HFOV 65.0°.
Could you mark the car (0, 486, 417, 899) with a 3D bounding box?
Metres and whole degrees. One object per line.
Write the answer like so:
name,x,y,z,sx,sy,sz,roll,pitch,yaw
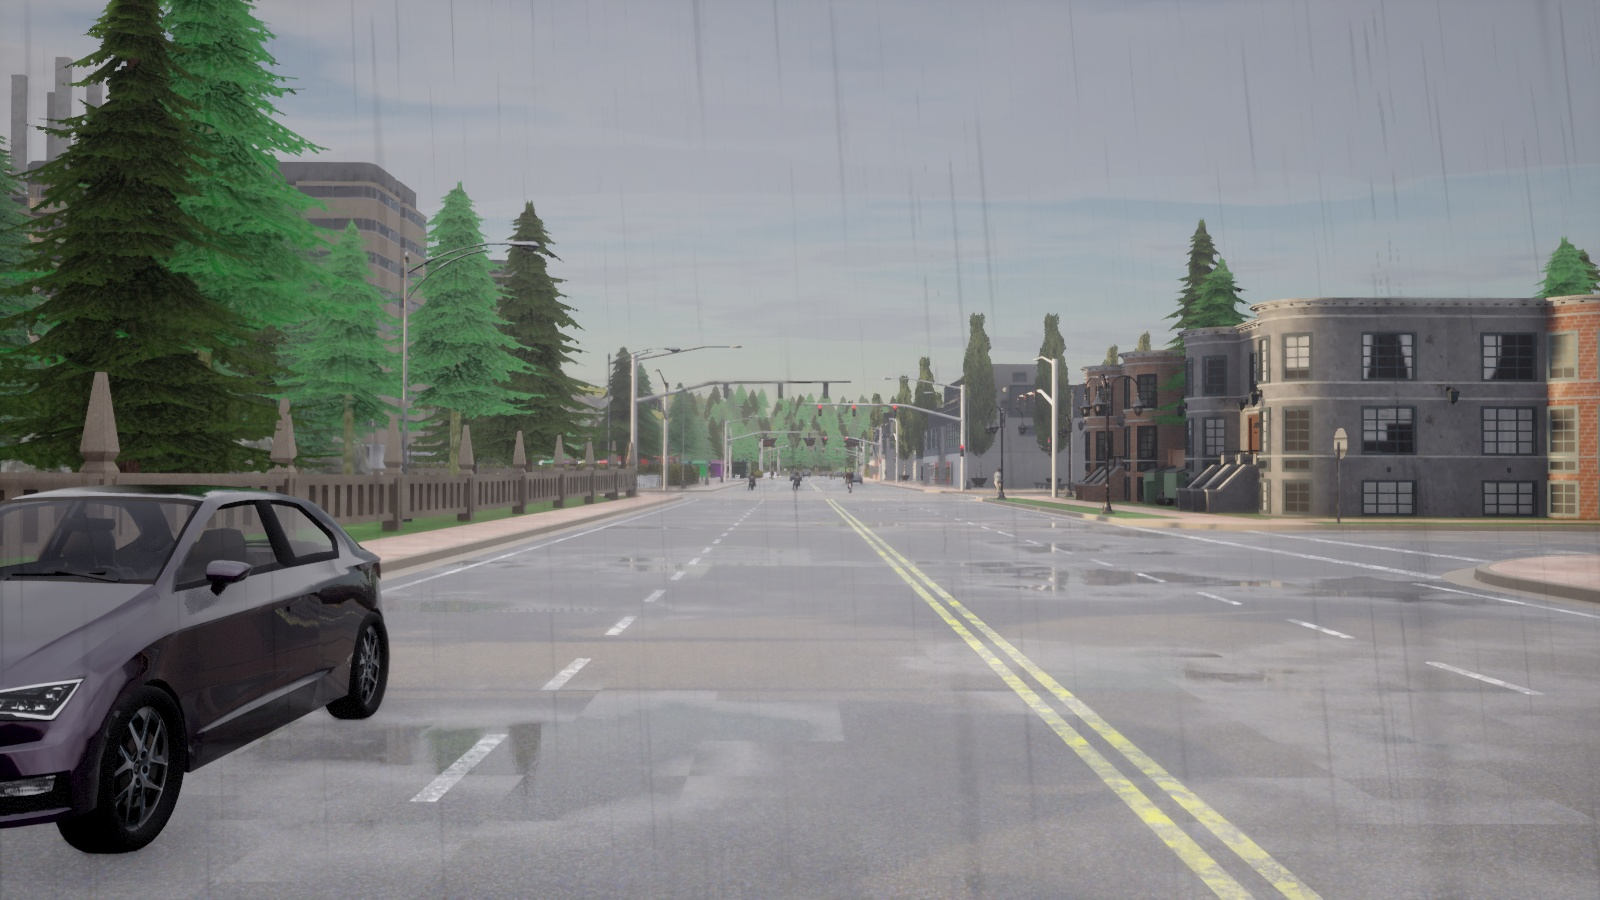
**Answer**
car,-3.515,0.949,6.463,1.816,1.474,4.193,0,-1,0
